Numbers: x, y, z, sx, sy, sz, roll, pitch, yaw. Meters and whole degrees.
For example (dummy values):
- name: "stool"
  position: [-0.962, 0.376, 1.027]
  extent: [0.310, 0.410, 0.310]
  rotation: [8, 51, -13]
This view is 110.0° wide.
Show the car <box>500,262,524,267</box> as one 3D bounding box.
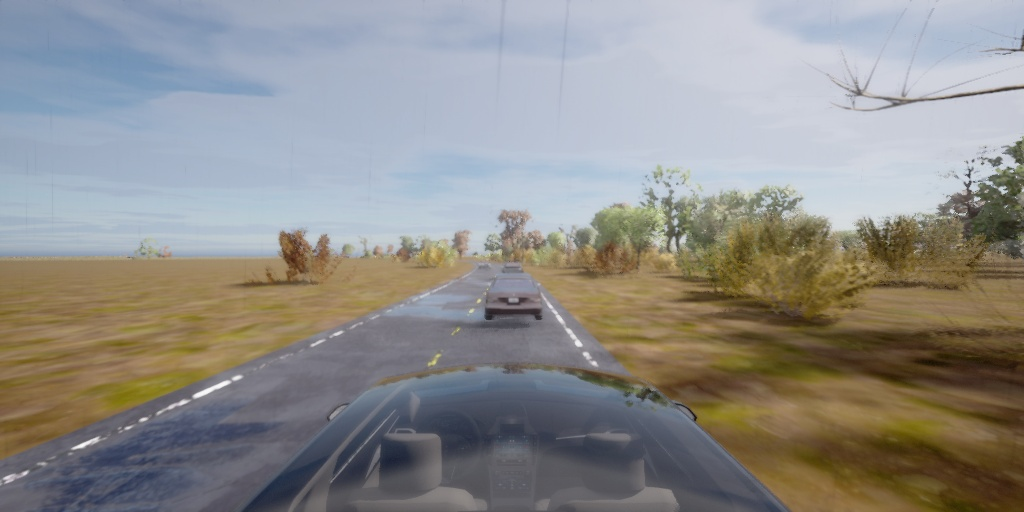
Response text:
- name: "car"
  position: [0.002, 1.257, 31.428]
  extent: [2.128, 1.511, 4.902]
  rotation: [0, 0, -1]

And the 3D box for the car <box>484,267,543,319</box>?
- name: "car"
  position: [0.069, 1.303, 12.729]
  extent: [2.033, 1.411, 5.357]
  rotation: [0, 0, 1]

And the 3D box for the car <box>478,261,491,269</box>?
- name: "car"
  position: [-4.140, 1.385, 54.901]
  extent: [1.895, 1.301, 4.718]
  rotation: [0, 0, -3]
